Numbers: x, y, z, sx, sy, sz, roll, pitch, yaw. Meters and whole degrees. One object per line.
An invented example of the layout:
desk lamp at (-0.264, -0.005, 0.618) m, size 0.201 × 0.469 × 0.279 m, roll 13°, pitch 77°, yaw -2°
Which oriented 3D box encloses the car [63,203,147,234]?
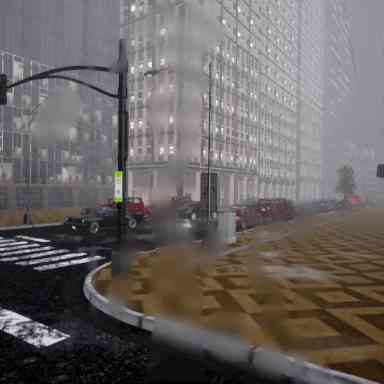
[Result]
car at (-5.118, 1.595, 19.715) m, size 1.895 × 1.301 × 4.718 m, roll 1°, pitch 1°, yaw 35°

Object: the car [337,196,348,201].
car at (39.478, 1.624, 87.080) m, size 1.947 × 1.339 × 4.313 m, roll 1°, pitch 1°, yaw 35°

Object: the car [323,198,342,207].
car at (23.117, 1.659, 54.565) m, size 1.994 × 1.385 × 4.181 m, roll 1°, pitch 1°, yaw 35°

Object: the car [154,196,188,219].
car at (-1.795, 1.283, 28.933) m, size 2.192 × 1.841 × 5.009 m, roll 1°, pitch 0°, yaw 35°

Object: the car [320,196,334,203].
car at (29.884, 1.617, 73.513) m, size 1.802 × 1.307 × 4.206 m, roll 1°, pitch 1°, yaw 35°

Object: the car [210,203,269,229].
car at (3.270, 1.668, 22.006) m, size 1.802 × 1.307 × 4.206 m, roll 1°, pitch 0°, yaw 35°

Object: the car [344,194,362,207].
car at (25.438, 1.366, 52.847) m, size 2.150 × 2.045 × 5.566 m, roll 1°, pitch 1°, yaw 35°

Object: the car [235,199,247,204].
car at (5.785, 1.511, 35.153) m, size 2.128 × 1.511 × 4.902 m, roll 1°, pitch 1°, yaw 35°

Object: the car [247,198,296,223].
car at (6.759, 1.409, 26.934) m, size 2.192 × 1.841 × 5.009 m, roll 1°, pitch 0°, yaw 35°

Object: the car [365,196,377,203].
car at (39.522, 1.598, 73.492) m, size 1.967 × 1.590 × 4.097 m, roll 1°, pitch 1°, yaw 35°

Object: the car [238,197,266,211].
car at (7.707, 1.431, 42.260) m, size 1.967 × 1.590 × 4.097 m, roll 1°, pitch 0°, yaw 35°

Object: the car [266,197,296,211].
car at (11.734, 1.525, 43.493) m, size 2.128 × 1.511 × 4.902 m, roll 1°, pitch 1°, yaw 36°

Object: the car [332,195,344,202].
car at (36.193, 1.571, 82.433) m, size 1.752 × 1.417 × 4.829 m, roll 1°, pitch 1°, yaw 35°

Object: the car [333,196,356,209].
car at (21.410, 1.656, 47.085) m, size 1.812 × 1.442 × 4.674 m, roll 1°, pitch 1°, yaw 35°

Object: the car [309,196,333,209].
car at (18.269, 1.649, 47.711) m, size 1.994 × 1.385 × 4.181 m, roll 1°, pitch 1°, yaw 36°

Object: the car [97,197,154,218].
car at (-5.451, 1.275, 23.763) m, size 2.192 × 1.841 × 5.009 m, roll 1°, pitch 0°, yaw 35°

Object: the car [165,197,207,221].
car at (0.324, 1.485, 27.438) m, size 1.882 × 1.535 × 5.008 m, roll 1°, pitch 1°, yaw 35°
